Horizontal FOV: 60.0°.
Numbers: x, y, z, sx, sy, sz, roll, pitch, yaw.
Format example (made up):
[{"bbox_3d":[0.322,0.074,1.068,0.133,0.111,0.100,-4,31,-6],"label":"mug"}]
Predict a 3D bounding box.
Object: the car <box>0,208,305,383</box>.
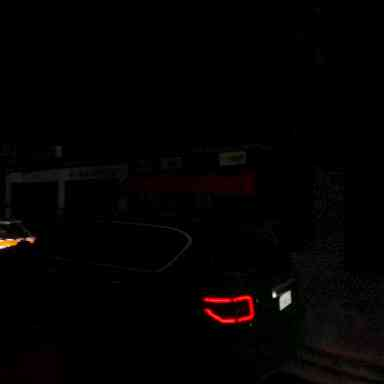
[{"bbox_3d":[-1.139,1.272,5.225,5.566,2.045,2.150,0,-1,37],"label":"car"}]
